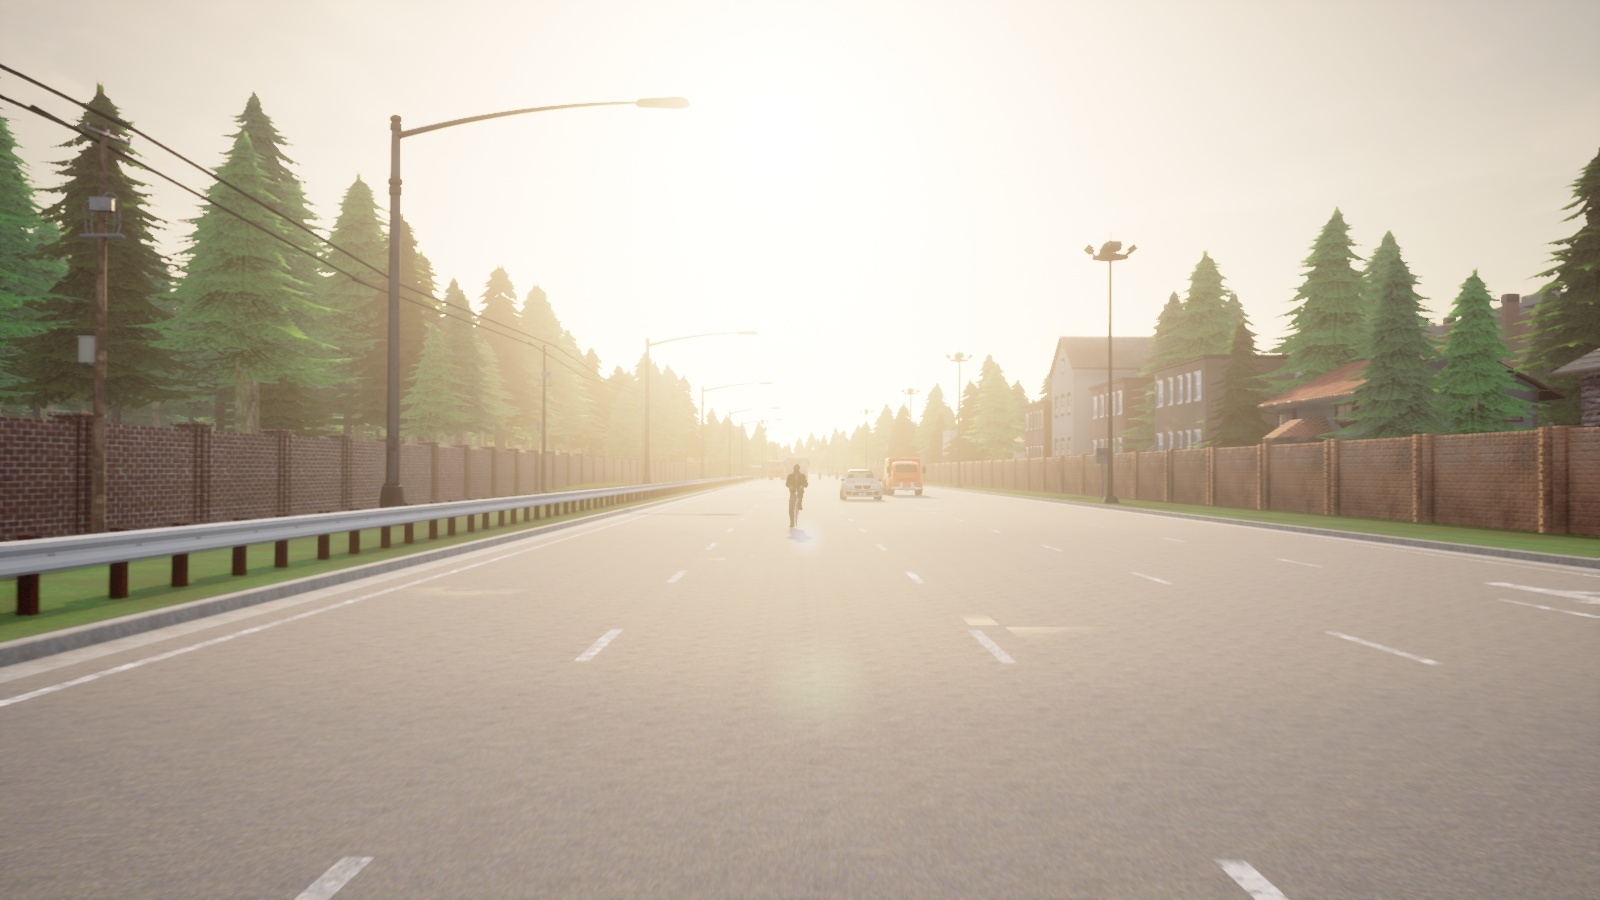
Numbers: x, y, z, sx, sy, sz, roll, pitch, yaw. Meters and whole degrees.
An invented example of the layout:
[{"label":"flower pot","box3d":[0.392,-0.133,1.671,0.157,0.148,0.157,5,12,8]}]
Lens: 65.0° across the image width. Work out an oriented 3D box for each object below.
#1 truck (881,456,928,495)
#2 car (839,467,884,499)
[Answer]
[{"label":"truck","box3d":[6.794,1.680,82.403,2.627,2.467,5.204,0,-1,0]},{"label":"car","box3d":[3.329,1.797,68.784,2.242,1.667,4.611,0,-1,0]}]
